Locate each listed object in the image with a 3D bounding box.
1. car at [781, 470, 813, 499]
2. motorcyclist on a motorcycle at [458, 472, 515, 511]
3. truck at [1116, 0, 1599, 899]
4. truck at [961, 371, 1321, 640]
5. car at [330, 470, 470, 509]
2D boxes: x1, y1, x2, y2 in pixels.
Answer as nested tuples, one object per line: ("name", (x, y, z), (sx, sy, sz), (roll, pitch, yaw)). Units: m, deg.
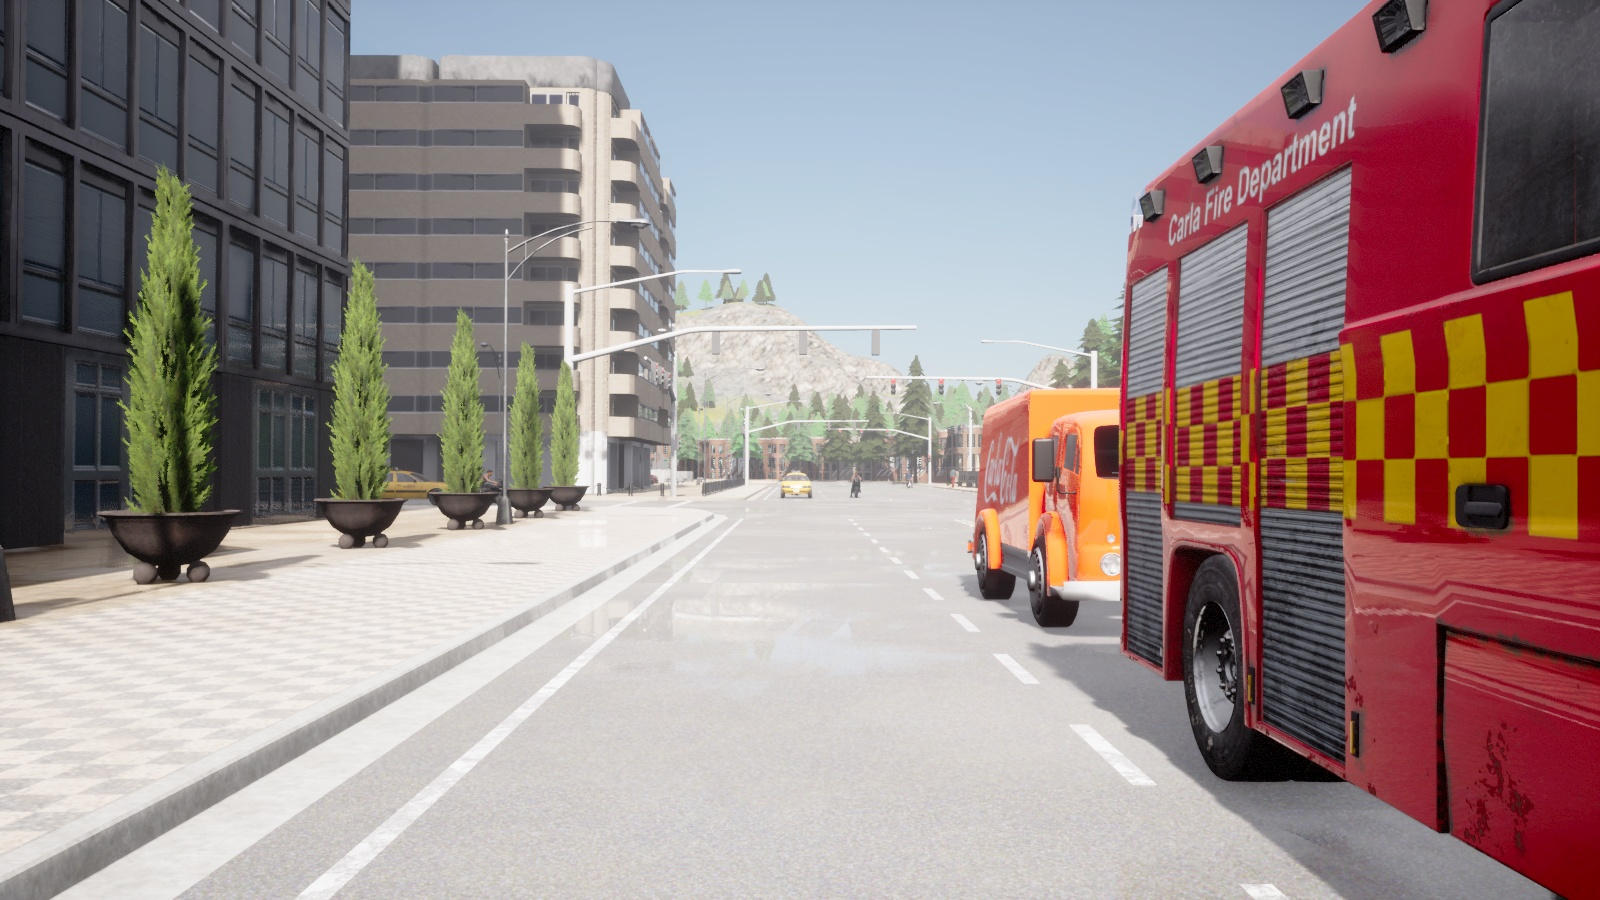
("car", (-0.191, 1.982, 73.270), (1.801, 1.575, 5.366), (0, -1, 0))
("motorcyclist on a motorcycle", (-12.417, 1.625, 49.796), (2.044, 1.523, 0.797), (0, -1, 0))
("truck", (3.485, -0.301, 3.774), (2.891, 3.827, 8.468), (0, -1, 0))
("truck", (3.465, 0.551, 14.149), (2.627, 2.467, 5.204), (0, -1, 0))
("car", (-16.922, 1.659, 53.309), (5.366, 1.575, 1.801), (0, -1, 0))
